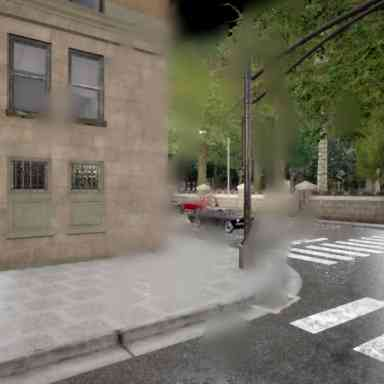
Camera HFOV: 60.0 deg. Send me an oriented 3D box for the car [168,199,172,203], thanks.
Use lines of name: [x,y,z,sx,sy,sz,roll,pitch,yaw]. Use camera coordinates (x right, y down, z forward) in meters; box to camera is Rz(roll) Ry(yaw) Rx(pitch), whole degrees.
car: [-2.596,1.472,31.860,1.837,1.490,4.892,0,0,-35]

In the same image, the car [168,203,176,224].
car: [-3.199,1.544,22.261,1.947,1.339,4.313,0,0,-35]

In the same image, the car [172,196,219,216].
car: [0.571,1.285,31.798,2.192,1.841,5.009,0,0,-35]

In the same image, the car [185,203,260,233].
car: [1.816,1.586,19.855,1.895,1.301,4.718,0,0,-35]
